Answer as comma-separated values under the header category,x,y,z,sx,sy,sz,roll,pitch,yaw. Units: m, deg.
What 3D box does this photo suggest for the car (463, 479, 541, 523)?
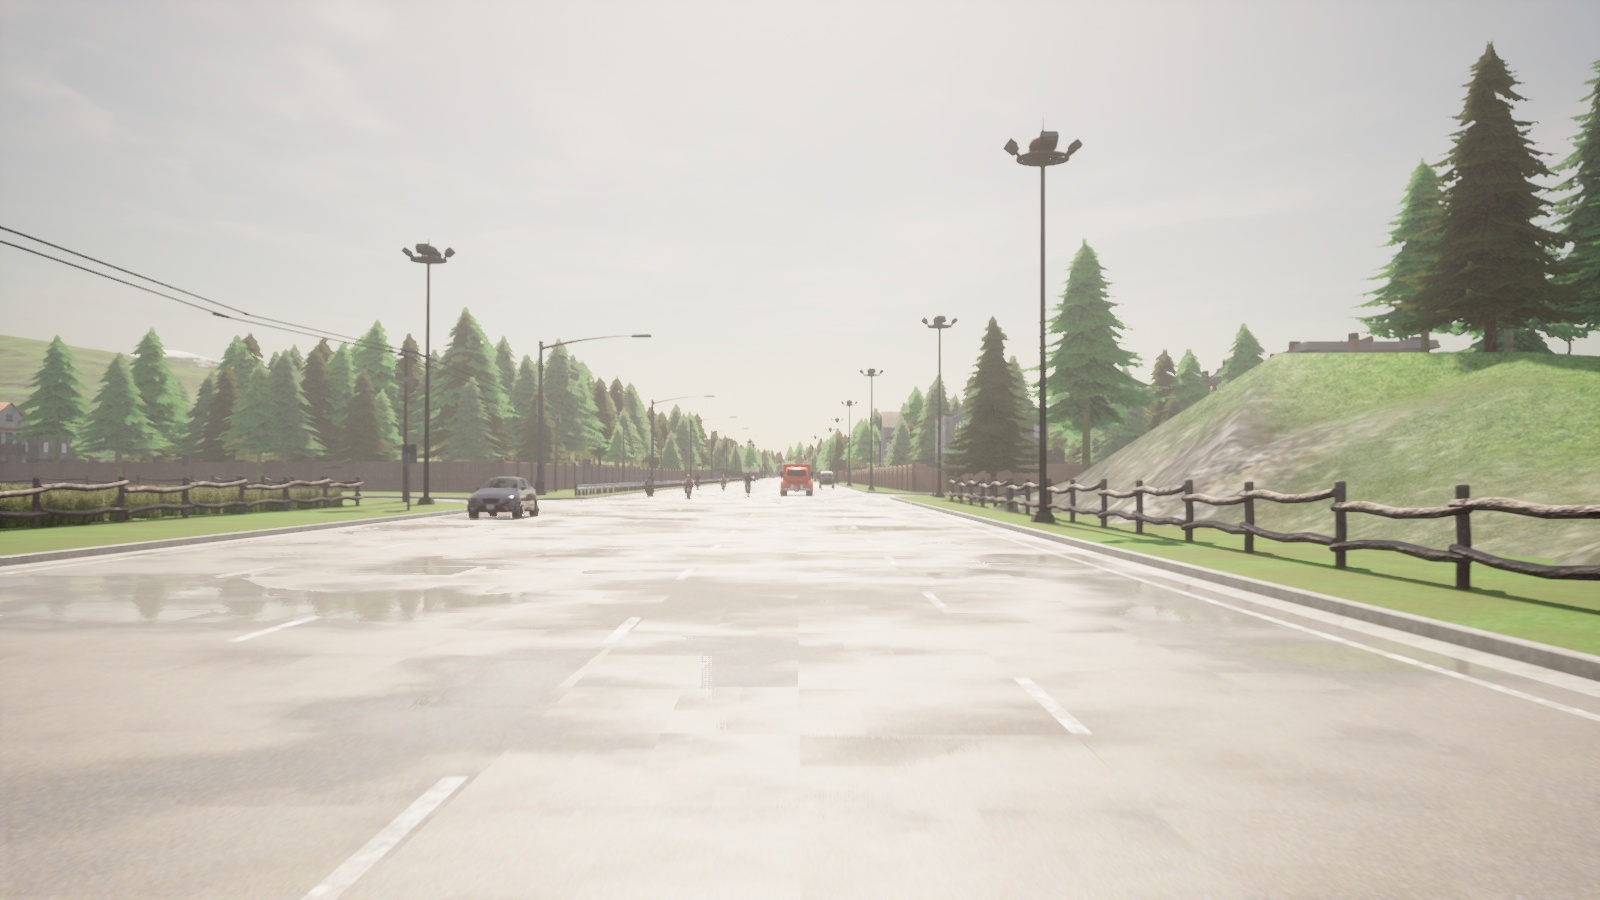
category,x,y,z,sx,sy,sz,roll,pitch,yaw
car,-10.611,1.790,45.028,1.816,1.474,4.193,0,-1,0

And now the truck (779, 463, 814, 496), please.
category,x,y,z,sx,sy,sz,roll,pitch,yaw
truck,-0.241,2.308,96.974,2.627,2.467,5.204,0,-2,0
